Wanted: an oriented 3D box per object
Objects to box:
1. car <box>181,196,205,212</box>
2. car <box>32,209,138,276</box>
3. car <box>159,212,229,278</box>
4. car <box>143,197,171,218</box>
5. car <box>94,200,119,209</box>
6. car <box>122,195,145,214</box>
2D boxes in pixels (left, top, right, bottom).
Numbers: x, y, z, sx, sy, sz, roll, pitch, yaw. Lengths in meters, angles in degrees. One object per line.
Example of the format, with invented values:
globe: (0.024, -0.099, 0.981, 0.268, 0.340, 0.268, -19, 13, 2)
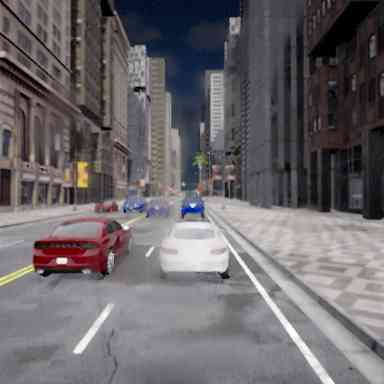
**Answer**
car: (0.086, 1.398, 32.654, 2.150, 2.045, 5.566, 0, 0, 0)
car: (-3.172, 1.535, 10.615, 1.882, 1.535, 5.008, 0, 0, 0)
car: (0.068, 1.581, 10.177, 1.812, 1.442, 4.674, 0, 0, 0)
car: (-3.167, 1.527, 32.592, 2.097, 1.767, 4.553, 0, 0, 0)
car: (-9.856, 1.685, 38.590, 1.882, 1.535, 5.008, 0, 0, 0)
car: (-6.609, 1.430, 38.957, 2.150, 2.045, 5.566, 0, 0, 0)
